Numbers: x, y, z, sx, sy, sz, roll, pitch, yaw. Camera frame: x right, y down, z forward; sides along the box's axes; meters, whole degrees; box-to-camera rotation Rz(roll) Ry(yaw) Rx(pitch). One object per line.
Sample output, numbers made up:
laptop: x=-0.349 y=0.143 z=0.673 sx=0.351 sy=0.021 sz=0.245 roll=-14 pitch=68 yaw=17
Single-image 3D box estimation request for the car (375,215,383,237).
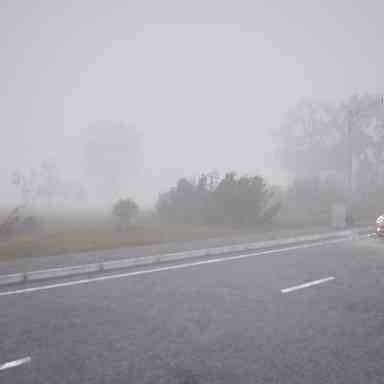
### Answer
car: x=11.211 y=1.356 z=16.929 sx=4.553 sy=1.767 sz=2.097 roll=0 pitch=0 yaw=-39
